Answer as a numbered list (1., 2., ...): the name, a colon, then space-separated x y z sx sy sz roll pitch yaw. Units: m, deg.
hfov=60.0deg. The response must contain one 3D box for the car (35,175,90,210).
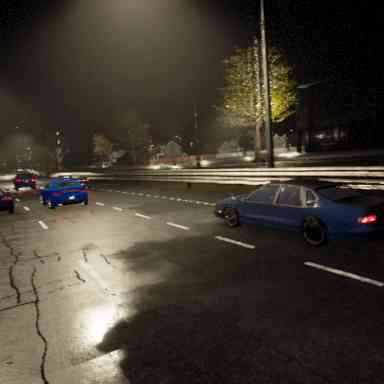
1. car: -7.419 0.031 19.058 1.882 1.535 5.008 -8 7 -31

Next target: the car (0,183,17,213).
1. car: -10.936 0.467 18.171 1.994 1.385 4.181 -8 6 -31

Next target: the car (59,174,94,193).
1. car: -11.259 -0.911 32.131 2.128 1.511 4.902 -8 6 -31

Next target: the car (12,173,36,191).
1. car: -20.358 -1.249 40.407 2.150 2.045 5.566 -8 6 -31

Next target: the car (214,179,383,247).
1. car: 2.752 0.374 8.984 2.033 1.411 5.357 -8 7 -31
